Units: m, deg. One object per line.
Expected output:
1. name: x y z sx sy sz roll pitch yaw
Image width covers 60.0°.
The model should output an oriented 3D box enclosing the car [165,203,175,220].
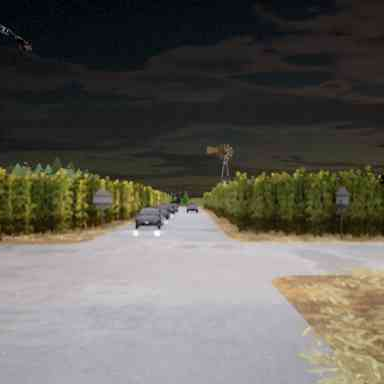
1. car: -3.229 2.051 34.752 2.128 1.511 4.902 0 -1 0

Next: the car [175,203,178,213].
1. car: -3.236 2.296 44.193 1.994 1.385 4.181 0 -2 0

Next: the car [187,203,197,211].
1. car: 0.036 3.048 67.874 2.033 1.411 5.357 0 -1 0

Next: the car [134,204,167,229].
1. car: -3.177 1.929 25.314 1.837 1.490 4.892 0 -1 -1

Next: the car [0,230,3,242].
1. car: -10.949 1.897 14.760 4.674 1.442 1.812 -1 -1 0

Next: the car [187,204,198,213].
1. car: 0.049 2.616 53.532 2.033 1.411 5.357 0 -2 0
